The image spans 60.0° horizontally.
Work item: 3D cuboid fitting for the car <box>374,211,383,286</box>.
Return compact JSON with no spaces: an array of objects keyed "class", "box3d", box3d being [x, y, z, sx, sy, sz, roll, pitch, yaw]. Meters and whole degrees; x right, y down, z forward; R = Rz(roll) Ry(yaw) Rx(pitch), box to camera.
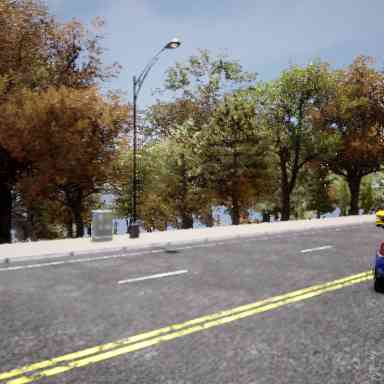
[{"class":"car","box3d":[6.434,1.338,8.039,4.553,1.767,2.097,0,0,-35]}]
